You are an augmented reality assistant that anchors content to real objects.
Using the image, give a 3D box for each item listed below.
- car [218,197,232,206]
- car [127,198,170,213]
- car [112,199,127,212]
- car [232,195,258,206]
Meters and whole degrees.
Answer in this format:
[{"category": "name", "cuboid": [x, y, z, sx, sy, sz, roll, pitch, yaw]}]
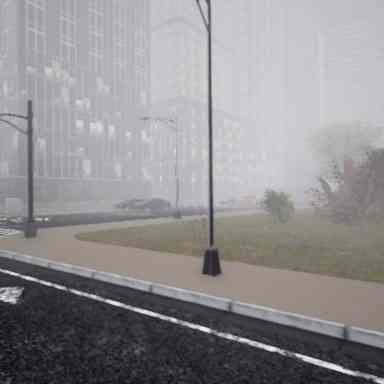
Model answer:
[{"category": "car", "cuboid": [6.656, 1.563, 57.268, 2.033, 1.411, 5.357, -1, -1, 37]}, {"category": "car", "cuboid": [-4.515, 1.436, 37.228, 1.882, 1.535, 5.008, -1, 0, 37]}, {"category": "car", "cuboid": [-7.123, 1.497, 39.164, 1.837, 1.490, 4.892, -1, 0, 37]}, {"category": "car", "cuboid": [9.159, 1.332, 55.198, 2.097, 1.767, 4.553, -1, 0, 37]}]
